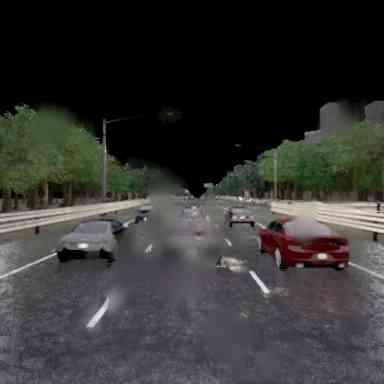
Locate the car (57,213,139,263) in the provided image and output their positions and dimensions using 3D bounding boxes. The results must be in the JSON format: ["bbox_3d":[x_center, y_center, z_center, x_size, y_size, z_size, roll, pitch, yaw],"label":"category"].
[{"bbox_3d":[-3.454,1.700,12.631,1.994,1.385,4.181,0,0,0],"label":"car"}]

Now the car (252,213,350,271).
[{"bbox_3d":[3.534,1.600,11.427,1.882,1.535,5.008,0,-1,1],"label":"car"}]

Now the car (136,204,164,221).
[{"bbox_3d":[-3.460,1.783,27.372,1.837,1.490,4.892,0,0,0],"label":"car"}]

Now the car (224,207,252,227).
[{"bbox_3d":[3.521,1.806,25.166,2.033,1.411,5.357,0,-1,0],"label":"car"}]

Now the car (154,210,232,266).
[{"bbox_3d":[0.040,1.620,12.119,2.128,1.511,4.902,0,-1,0],"label":"car"}]

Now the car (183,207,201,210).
[{"bbox_3d":[0.021,1.806,25.166,2.033,1.411,5.357,0,-1,0],"label":"car"}]
